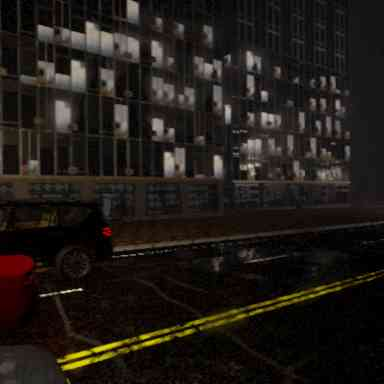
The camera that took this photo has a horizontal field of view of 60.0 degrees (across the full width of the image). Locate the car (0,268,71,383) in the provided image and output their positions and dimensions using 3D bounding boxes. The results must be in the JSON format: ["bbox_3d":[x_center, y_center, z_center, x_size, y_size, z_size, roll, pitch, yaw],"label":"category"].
[{"bbox_3d":[-3.113,1.538,1.219,5.357,1.411,2.033,0,0,-36],"label":"car"}]

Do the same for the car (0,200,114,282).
[{"bbox_3d":[-4.748,1.226,8.276,5.566,2.045,2.150,0,0,-35],"label":"car"}]

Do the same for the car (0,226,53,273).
[{"bbox_3d":[-4.715,1.470,4.307,5.008,1.535,1.882,0,0,-35],"label":"car"}]
